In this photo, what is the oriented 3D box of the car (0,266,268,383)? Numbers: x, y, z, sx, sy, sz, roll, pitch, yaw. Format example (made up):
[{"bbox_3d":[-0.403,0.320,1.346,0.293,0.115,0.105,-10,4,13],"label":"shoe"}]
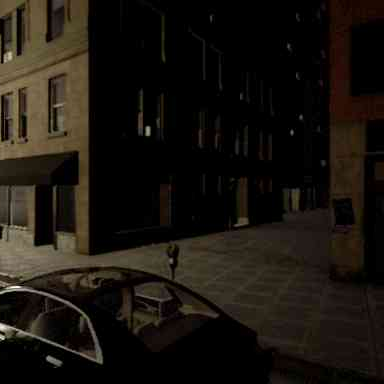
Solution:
[{"bbox_3d":[-1.351,1.559,3.806,4.403,1.369,2.008,0,0,35],"label":"car"}]
